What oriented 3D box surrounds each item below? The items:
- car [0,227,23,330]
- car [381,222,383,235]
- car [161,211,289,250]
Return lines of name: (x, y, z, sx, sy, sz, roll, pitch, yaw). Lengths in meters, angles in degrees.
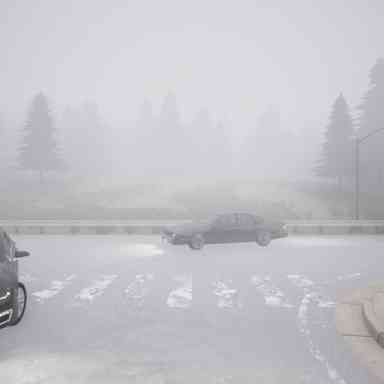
car: (-4.457, 1.505, 6.560, 1.837, 1.490, 4.892, 0, 0, -28)
car: (11.238, 1.491, 15.079, 4.902, 1.511, 2.128, 0, 0, 0)
car: (1.459, 1.547, 14.201, 5.357, 1.411, 2.033, 0, 0, -20)
